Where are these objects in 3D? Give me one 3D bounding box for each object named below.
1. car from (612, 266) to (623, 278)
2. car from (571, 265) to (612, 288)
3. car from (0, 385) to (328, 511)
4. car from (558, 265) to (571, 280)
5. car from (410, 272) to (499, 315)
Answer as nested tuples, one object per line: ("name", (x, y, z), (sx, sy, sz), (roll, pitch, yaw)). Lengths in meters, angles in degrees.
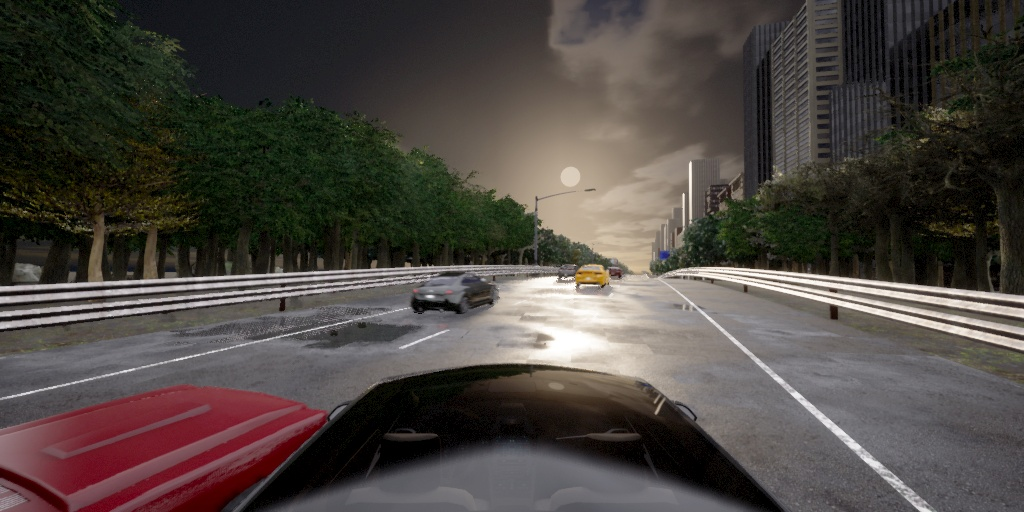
("car", (13.327, 2.108, 46.753), (1.882, 1.535, 5.008), (0, -3, 19))
("car", (5.735, 1.365, 25.265), (1.882, 1.535, 5.008), (0, -1, 19))
("car", (-2.861, 1.348, 0.941), (1.895, 1.301, 4.718), (0, 0, 19))
("car", (5.968, 1.640, 36.432), (2.128, 1.511, 4.902), (0, -2, 19))
("car", (-2.036, 1.322, 13.778), (1.994, 1.385, 4.181), (0, 0, 19))
